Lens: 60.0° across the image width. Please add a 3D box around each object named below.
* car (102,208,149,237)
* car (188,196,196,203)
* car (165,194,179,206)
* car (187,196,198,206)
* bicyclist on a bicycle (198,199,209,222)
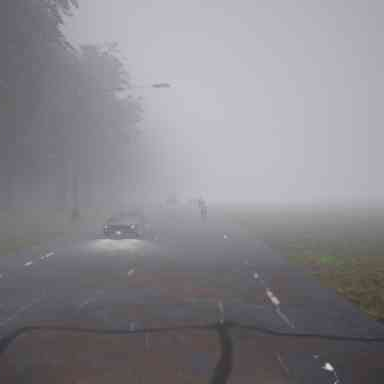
[{"bbox_3d":[-3.607,1.640,19.035,2.033,1.411,5.357,0,0,0],"label":"car"},{"bbox_3d":[-0.021,1.693,74.020,1.812,1.442,4.674,0,0,0],"label":"car"},{"bbox_3d":[-3.559,1.386,59.822,2.150,2.045,5.566,0,0,1],"label":"car"},{"bbox_3d":[0.079,1.712,56.947,2.033,1.411,5.357,0,0,0],"label":"car"},{"bbox_3d":[0.947,1.554,26.299,0.866,1.612,1.509,0,0,0],"label":"bicyclist on a bicycle"}]
